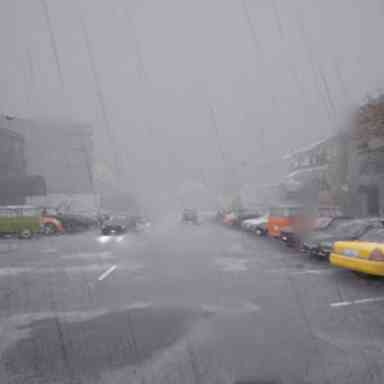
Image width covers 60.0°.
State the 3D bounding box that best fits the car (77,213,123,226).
[{"bbox_3d":[-11.488,3.393,41.406,5.366,1.575,1.946,1,-5,-21],"label":"car"}]

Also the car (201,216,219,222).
[{"bbox_3d":[5.093,7.637,94.391,4.553,1.767,2.185,3,-6,-21],"label":"car"}]

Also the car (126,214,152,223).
[{"bbox_3d":[-12.243,6.070,77.173,5.566,2.045,2.435,1,-5,-20],"label":"car"}]

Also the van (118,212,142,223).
[{"bbox_3d":[-12.139,5.046,65.175,4.442,1.987,1.878,1,-5,-21],"label":"van"}]

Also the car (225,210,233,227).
[{"bbox_3d":[6.253,2.792,32.949,5.008,1.535,2.097,2,-4,-20],"label":"car"}]

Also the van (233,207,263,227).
[{"bbox_3d":[6.384,2.387,30.076,4.442,1.987,1.878,2,-4,-20],"label":"van"}]

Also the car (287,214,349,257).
[{"bbox_3d":[6.396,1.713,12.458,4.892,1.521,2.231,2,-2,-20],"label":"car"}]

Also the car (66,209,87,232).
[{"bbox_3d":[-11.492,2.171,26.436,5.566,2.045,2.435,0,-4,-20],"label":"car"}]

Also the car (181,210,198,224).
[{"bbox_3d":[-0.345,3.571,47.772,2.150,2.045,5.566,0,-4,-1],"label":"car"}]

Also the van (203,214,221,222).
[{"bbox_3d":[5.387,7.031,88.582,4.442,1.987,1.878,3,-6,-21],"label":"van"}]

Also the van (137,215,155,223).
[{"bbox_3d":[-12.335,7.146,89.127,4.442,1.987,1.878,1,-5,-20],"label":"van"}]

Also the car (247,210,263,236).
[{"bbox_3d":[6.316,2.122,21.226,4.792,1.488,2.163,2,-3,-20],"label":"car"}]

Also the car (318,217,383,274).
[{"bbox_3d":[6.572,1.627,9.605,5.366,1.575,1.946,1,-2,-20],"label":"car"}]

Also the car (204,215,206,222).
[{"bbox_3d":[5.727,5.462,68.051,5.008,1.535,2.097,3,-6,-21],"label":"car"}]

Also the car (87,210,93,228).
[{"bbox_3d":[-11.562,2.631,29.375,4.792,1.488,2.163,0,-4,-20],"label":"car"}]

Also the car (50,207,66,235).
[{"bbox_3d":[-11.519,2.118,23.412,4.553,1.767,2.185,0,-4,-20],"label":"car"}]

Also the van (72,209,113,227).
[{"bbox_3d":[-11.520,2.961,38.412,4.442,1.987,1.878,1,-4,-21],"label":"van"}]

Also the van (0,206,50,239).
[{"bbox_3d":[-11.356,1.853,20.481,4.442,1.987,1.878,0,-3,-20],"label":"van"}]

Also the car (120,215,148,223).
[{"bbox_3d":[-11.911,5.533,68.252,5.366,1.575,1.946,1,-6,-21],"label":"car"}]

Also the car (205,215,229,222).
[{"bbox_3d":[5.609,5.974,73.897,4.892,1.521,2.231,3,-6,-21],"label":"car"}]

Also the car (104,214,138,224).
[{"bbox_3d":[-12.046,4.515,56.187,5.366,1.575,1.946,1,-5,-21],"label":"car"}]

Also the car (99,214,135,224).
[{"bbox_3d":[-11.997,4.278,53.205,5.366,1.575,1.946,1,-4,-21],"label":"car"}]

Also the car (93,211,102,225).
[{"bbox_3d":[-11.557,2.830,32.374,4.674,1.452,2.002,1,-4,-20],"label":"car"}]

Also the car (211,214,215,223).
[{"bbox_3d":[6.103,3.553,47.617,5.566,2.045,2.435,2,-5,-21],"label":"car"}]

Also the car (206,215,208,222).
[{"bbox_3d":[5.760,5.083,65.131,4.553,1.767,2.185,3,-6,-21],"label":"car"}]

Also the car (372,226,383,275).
[{"bbox_3d":[6.415,1.561,6.611,4.892,1.521,2.231,1,-1,-20],"label":"car"}]

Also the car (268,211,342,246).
[{"bbox_3d":[6.384,1.819,15.384,5.008,1.535,2.097,2,-3,-20],"label":"car"}]

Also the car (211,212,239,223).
[{"bbox_3d":[5.864,4.590,59.287,4.553,1.767,2.185,3,-5,-21],"label":"car"}]

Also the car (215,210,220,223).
[{"bbox_3d":[6.108,3.587,44.660,4.892,1.521,2.231,2,-5,-21],"label":"car"}]

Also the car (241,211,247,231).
[{"bbox_3d":[6.326,2.297,24.155,4.674,1.452,2.002,2,-3,-20],"label":"car"}]

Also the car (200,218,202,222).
[{"bbox_3d":[5.426,6.739,82.670,5.008,1.535,2.097,3,-5,-21],"label":"car"}]

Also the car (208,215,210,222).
[{"bbox_3d":[5.935,4.477,56.356,5.008,1.535,2.097,2,-5,-21],"label":"car"}]

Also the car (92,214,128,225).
[{"bbox_3d":[-11.710,3.856,47.317,4.792,1.488,2.163,1,-5,-21],"label":"car"}]

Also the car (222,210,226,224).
[{"bbox_3d":[6.190,3.010,35.859,4.792,1.488,2.163,2,-4,-20],"label":"car"}]

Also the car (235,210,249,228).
[{"bbox_3d":[6.303,2.470,27.088,4.674,1.452,2.002,2,-4,-20],"label":"car"}]

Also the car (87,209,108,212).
[{"bbox_3d":[-11.563,2.860,35.379,4.553,1.767,2.185,1,-4,-20],"label":"car"}]

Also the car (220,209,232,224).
[{"bbox_3d":[6.155,3.051,38.806,4.553,1.767,2.185,2,-4,-20],"label":"car"}]

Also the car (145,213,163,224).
[{"bbox_3d":[-5.399,4.036,50.064,1.837,1.490,4.892,0,-5,0],"label":"car"}]

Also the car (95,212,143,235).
[{"bbox_3d":[-5.200,2.358,24.540,2.033,1.411,5.357,0,-3,0],"label":"car"}]

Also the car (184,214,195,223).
[{"bbox_3d":[-0.505,4.667,58.166,1.837,1.490,4.892,0,-5,-1],"label":"car"}]

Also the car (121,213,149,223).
[{"bbox_3d":[-12.169,5.544,71.178,5.566,2.045,2.435,1,-5,-21],"label":"car"}]

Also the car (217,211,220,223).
[{"bbox_3d":[6.144,3.381,41.729,4.892,1.521,2.231,2,-5,-21],"label":"car"}]

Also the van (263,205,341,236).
[{"bbox_3d":[6.474,1.724,18.363,4.442,1.987,1.878,2,-3,-20],"label":"van"}]
